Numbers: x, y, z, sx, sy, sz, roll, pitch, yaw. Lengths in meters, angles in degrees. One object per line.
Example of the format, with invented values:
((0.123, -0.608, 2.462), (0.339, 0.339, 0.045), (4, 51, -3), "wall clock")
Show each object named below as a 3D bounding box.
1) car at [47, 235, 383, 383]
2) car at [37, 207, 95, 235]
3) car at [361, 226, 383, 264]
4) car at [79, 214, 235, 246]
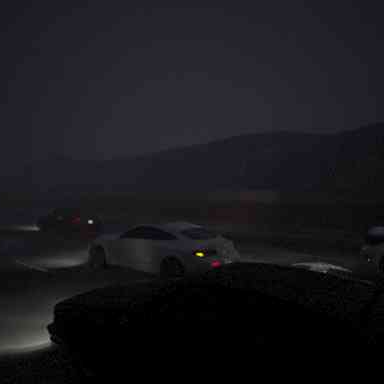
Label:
((0.649, 1.547, 3.600), (5.357, 1.411, 2.033), (0, 0, 37), "car")
((-6.834, 1.508, 18.554), (4.181, 1.385, 1.994), (0, 0, 39), "car")
((7.017, 1.246, 7.635), (5.566, 2.045, 2.150), (0, 0, 35), "car")
((-0.929, 1.510, 9.265), (4.674, 1.442, 1.812), (0, 0, 38), "car")
